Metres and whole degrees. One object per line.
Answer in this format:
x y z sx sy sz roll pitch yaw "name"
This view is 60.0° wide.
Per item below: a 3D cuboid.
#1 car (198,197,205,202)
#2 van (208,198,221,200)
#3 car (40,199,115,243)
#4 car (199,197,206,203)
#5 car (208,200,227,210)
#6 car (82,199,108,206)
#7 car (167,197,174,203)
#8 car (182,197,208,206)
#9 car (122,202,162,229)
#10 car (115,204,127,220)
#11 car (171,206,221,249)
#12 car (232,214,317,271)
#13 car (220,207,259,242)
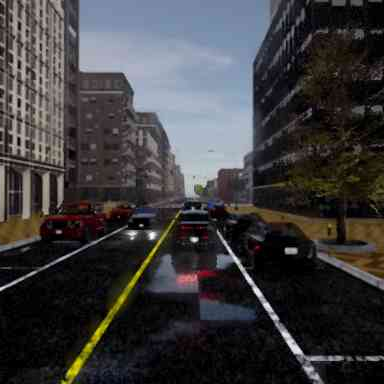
2.694 2.203 95.304 1.802 1.307 4.206 0 0 0 "car"
2.662 1.574 39.442 1.690 1.788 3.998 0 0 0 "van"
-5.685 1.410 16.712 2.192 1.841 5.009 0 0 0 "car"
2.694 2.065 84.397 1.752 1.417 4.829 0 0 0 "car"
2.661 1.780 33.751 1.802 1.307 4.206 0 0 0 "car"
-17.465 1.891 60.252 4.206 1.307 1.802 0 -1 0 "car"
-5.687 2.103 89.595 1.752 1.417 4.829 0 0 0 "car"
0.096 1.534 31.121 2.097 1.767 4.553 0 0 0 "car"
-3.097 1.679 22.955 2.033 1.411 5.357 0 0 0 "car"
-5.686 1.708 28.089 1.887 1.381 4.507 0 0 0 "car"
0.096 1.589 15.073 1.837 1.490 4.892 0 -1 0 "car"
2.661 1.628 10.995 1.947 1.339 4.313 0 0 0 "car"
2.661 1.661 16.685 1.947 1.339 4.313 0 0 0 "car"
